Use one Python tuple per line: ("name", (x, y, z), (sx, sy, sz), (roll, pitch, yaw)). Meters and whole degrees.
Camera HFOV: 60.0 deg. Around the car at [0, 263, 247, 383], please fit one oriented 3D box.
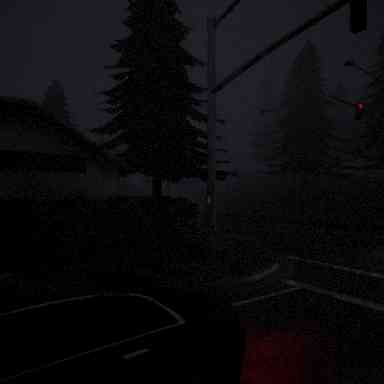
("car", (-1.694, 1.505, 2.783), (4.892, 1.490, 1.837), (0, 0, -36))
